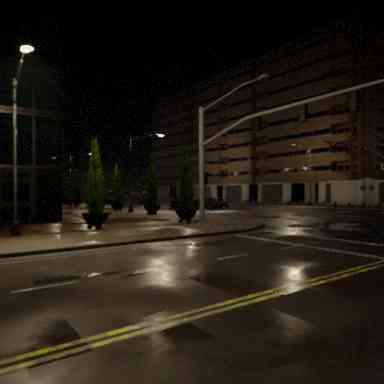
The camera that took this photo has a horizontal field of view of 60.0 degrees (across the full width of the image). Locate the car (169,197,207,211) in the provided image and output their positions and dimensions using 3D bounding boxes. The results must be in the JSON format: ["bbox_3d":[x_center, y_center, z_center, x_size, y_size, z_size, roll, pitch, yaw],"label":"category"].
[{"bbox_3d":[-0.761,1.339,36.429,1.812,1.442,4.674,0,0,-35],"label":"car"}]

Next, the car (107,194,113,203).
[{"bbox_3d":[-15.114,1.412,56.880,1.895,1.301,4.718,0,0,-35],"label":"car"}]

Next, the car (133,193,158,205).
[{"bbox_3d":[-7.046,1.316,51.440,1.812,1.442,4.674,0,0,-35],"label":"car"}]

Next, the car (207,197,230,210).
[{"bbox_3d":[1.990,1.338,38.601,2.033,1.411,5.357,0,0,-35],"label":"car"}]
